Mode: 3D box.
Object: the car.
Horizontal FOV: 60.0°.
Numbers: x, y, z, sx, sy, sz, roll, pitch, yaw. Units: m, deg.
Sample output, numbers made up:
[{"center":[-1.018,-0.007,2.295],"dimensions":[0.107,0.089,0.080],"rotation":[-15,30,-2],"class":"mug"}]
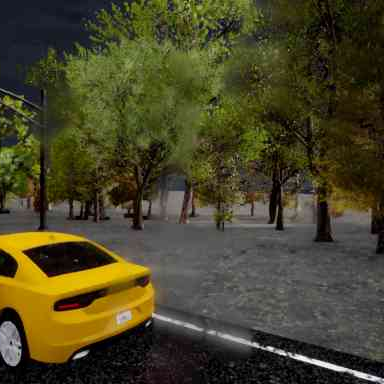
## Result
[{"center":[-2.900,1.444,5.749],"dimensions":[5.008,1.535,1.882],"rotation":[1,0,35],"class":"car"}]
